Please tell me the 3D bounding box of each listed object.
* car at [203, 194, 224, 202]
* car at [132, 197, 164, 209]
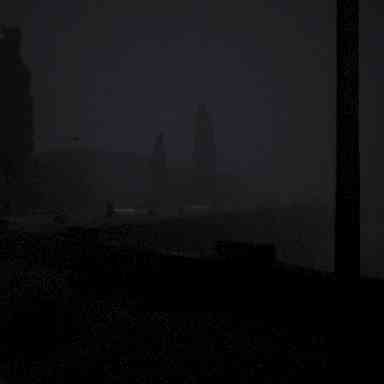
[{"bbox_3d":[3.753,1.068,57.521,2.097,1.767,4.553,0,0,36],"label":"car"},{"bbox_3d":[-5.787,1.502,44.310,1.837,1.490,4.892,0,0,36],"label":"car"}]
